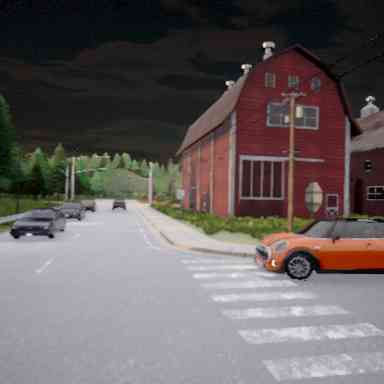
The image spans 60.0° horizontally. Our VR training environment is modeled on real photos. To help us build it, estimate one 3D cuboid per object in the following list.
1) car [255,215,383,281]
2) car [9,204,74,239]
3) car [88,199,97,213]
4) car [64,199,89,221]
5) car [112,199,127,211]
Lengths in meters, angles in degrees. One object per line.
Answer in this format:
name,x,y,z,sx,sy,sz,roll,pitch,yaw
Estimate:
car,4.265,1.561,10.072,4.553,1.767,2.097,1,-1,-4
car,-7.923,1.567,17.706,2.033,1.411,5.357,1,-1,-12
car,-12.558,1.640,40.050,1.882,1.535,5.008,1,-1,-12
car,-10.045,1.589,27.906,1.837,1.490,4.892,1,-1,-12
car,-10.175,1.795,46.670,1.837,1.490,4.892,1,-1,-12
